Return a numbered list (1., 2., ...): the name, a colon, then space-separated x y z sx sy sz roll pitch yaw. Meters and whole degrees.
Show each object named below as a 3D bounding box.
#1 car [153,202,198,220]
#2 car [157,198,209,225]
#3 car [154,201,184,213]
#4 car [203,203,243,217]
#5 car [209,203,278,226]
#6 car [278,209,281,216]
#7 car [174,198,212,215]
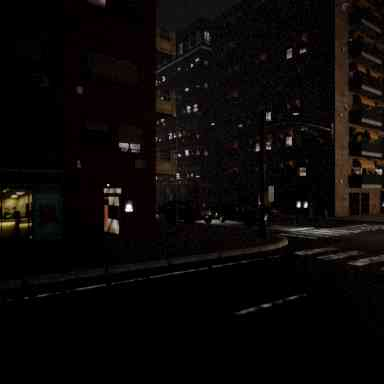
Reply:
1. car: -1.730 1.837 33.566 2.128 1.511 4.902 0 -1 -36
2. car: -0.367 1.586 27.078 2.192 1.841 5.009 -1 0 -36
3. car: -3.257 2.025 45.632 2.008 1.369 4.403 -1 0 -36
4. car: 3.334 1.899 36.656 1.947 1.339 4.313 -1 0 -36
5. car: 3.857 1.717 25.980 2.128 1.511 4.902 0 -1 -35
6. car: 6.629 1.844 32.168 1.802 1.307 4.206 -1 0 -36
7. car: 0.034 1.719 41.145 2.192 1.841 5.009 -1 0 -36
